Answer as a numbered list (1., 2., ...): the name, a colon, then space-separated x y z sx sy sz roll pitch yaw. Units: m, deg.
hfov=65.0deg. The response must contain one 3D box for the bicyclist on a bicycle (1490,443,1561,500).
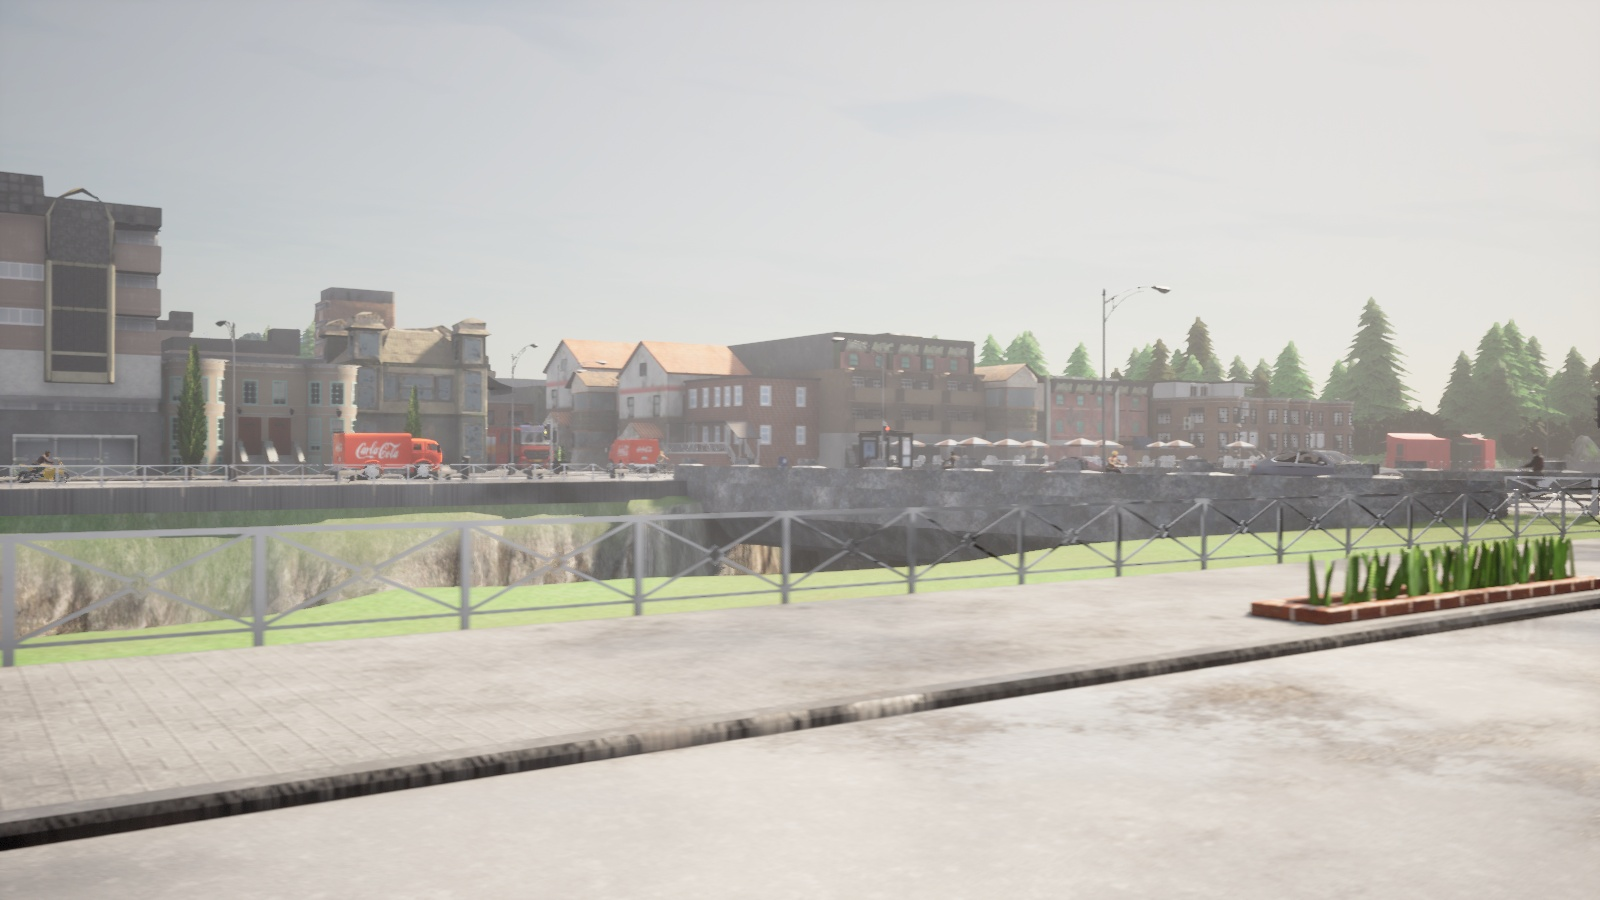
1. bicyclist on a bicycle: 23.074 0.665 39.964 0.659 1.776 1.843 0 0 -35

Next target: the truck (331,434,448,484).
1. truck: -21.143 0.461 64.755 5.204 2.467 2.627 0 0 -35

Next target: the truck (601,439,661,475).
1. truck: -12.220 0.505 90.414 2.627 2.467 5.204 0 0 -29

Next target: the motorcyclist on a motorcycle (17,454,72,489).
1. motorcyclist on a motorcycle: -33.697 0.935 56.009 2.044 1.523 0.797 0 0 -35

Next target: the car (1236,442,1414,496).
1. car: 17.200 0.589 41.407 2.152 1.651 5.027 0 0 -35

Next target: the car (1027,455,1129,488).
1. car: 12.247 0.919 55.527 1.994 1.385 4.181 0 0 -36
